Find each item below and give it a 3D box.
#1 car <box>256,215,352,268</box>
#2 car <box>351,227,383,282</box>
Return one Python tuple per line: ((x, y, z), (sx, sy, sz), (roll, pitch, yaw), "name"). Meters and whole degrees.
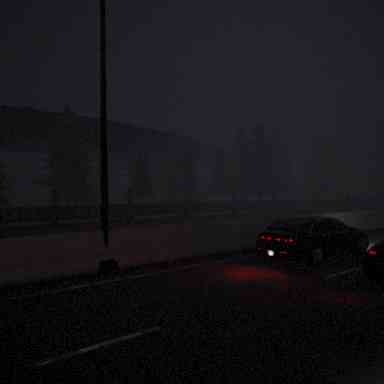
((4.311, 1.573, 11.612), (4.892, 1.490, 1.837), (-1, 0, -38), "car")
((6.274, 1.578, 8.705), (4.181, 1.385, 1.994), (0, -1, -38), "car")
